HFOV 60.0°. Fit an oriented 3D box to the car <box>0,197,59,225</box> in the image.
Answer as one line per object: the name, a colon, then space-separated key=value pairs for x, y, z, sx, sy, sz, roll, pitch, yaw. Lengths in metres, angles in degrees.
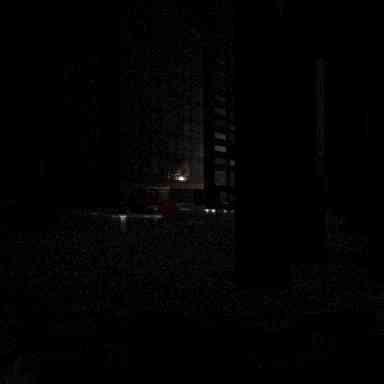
car: x=-13.427 y=1.429 z=26.512 sx=2.150 sy=2.045 sz=5.566 roll=0 pitch=-1 yaw=36

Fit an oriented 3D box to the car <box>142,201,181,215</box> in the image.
car: x=-3.381 y=1.916 z=40.426 sx=1.882 sy=1.535 sz=5.008 roll=0 pitch=-1 yaw=36

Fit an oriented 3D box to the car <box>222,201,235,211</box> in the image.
car: x=6.979 y=2.149 z=48.985 sx=2.033 sy=1.411 sz=5.357 roll=0 pitch=-1 yaw=36

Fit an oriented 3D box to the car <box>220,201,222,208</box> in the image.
car: x=7.181 y=2.178 z=54.897 sx=2.128 sy=1.511 sz=4.902 roll=0 pitch=-1 yaw=36

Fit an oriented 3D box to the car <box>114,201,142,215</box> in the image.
car: x=-7.318 y=1.927 z=40.531 sx=1.837 sy=1.490 sz=4.892 roll=0 pitch=-1 yaw=36

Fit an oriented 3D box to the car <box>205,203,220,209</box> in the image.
car: x=4.398 y=2.235 z=56.599 sx=2.033 sy=1.411 sz=5.357 roll=0 pitch=-1 yaw=36
